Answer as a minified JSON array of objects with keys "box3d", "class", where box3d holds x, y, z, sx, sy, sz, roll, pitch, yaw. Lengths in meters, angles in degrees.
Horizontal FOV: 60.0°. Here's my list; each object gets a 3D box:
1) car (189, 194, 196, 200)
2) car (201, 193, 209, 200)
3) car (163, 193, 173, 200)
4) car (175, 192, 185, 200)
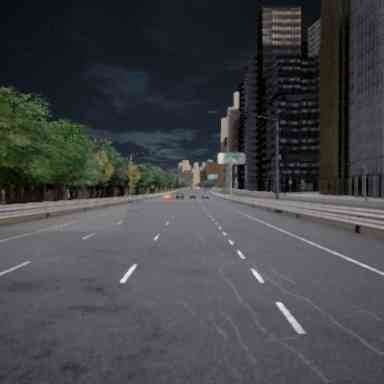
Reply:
[{"box3d":[0.122,1.332,91.885,1.837,1.490,4.892,0,0,1],"class":"car"},{"box3d":[3.627,1.184,92.244,2.097,1.767,4.553,0,0,1],"class":"car"},{"box3d":[-6.873,1.188,92.324,2.097,1.767,4.553,0,0,1],"class":"car"},{"box3d":[-3.376,1.059,91.974,2.150,2.045,5.566,0,0,1],"class":"car"}]
